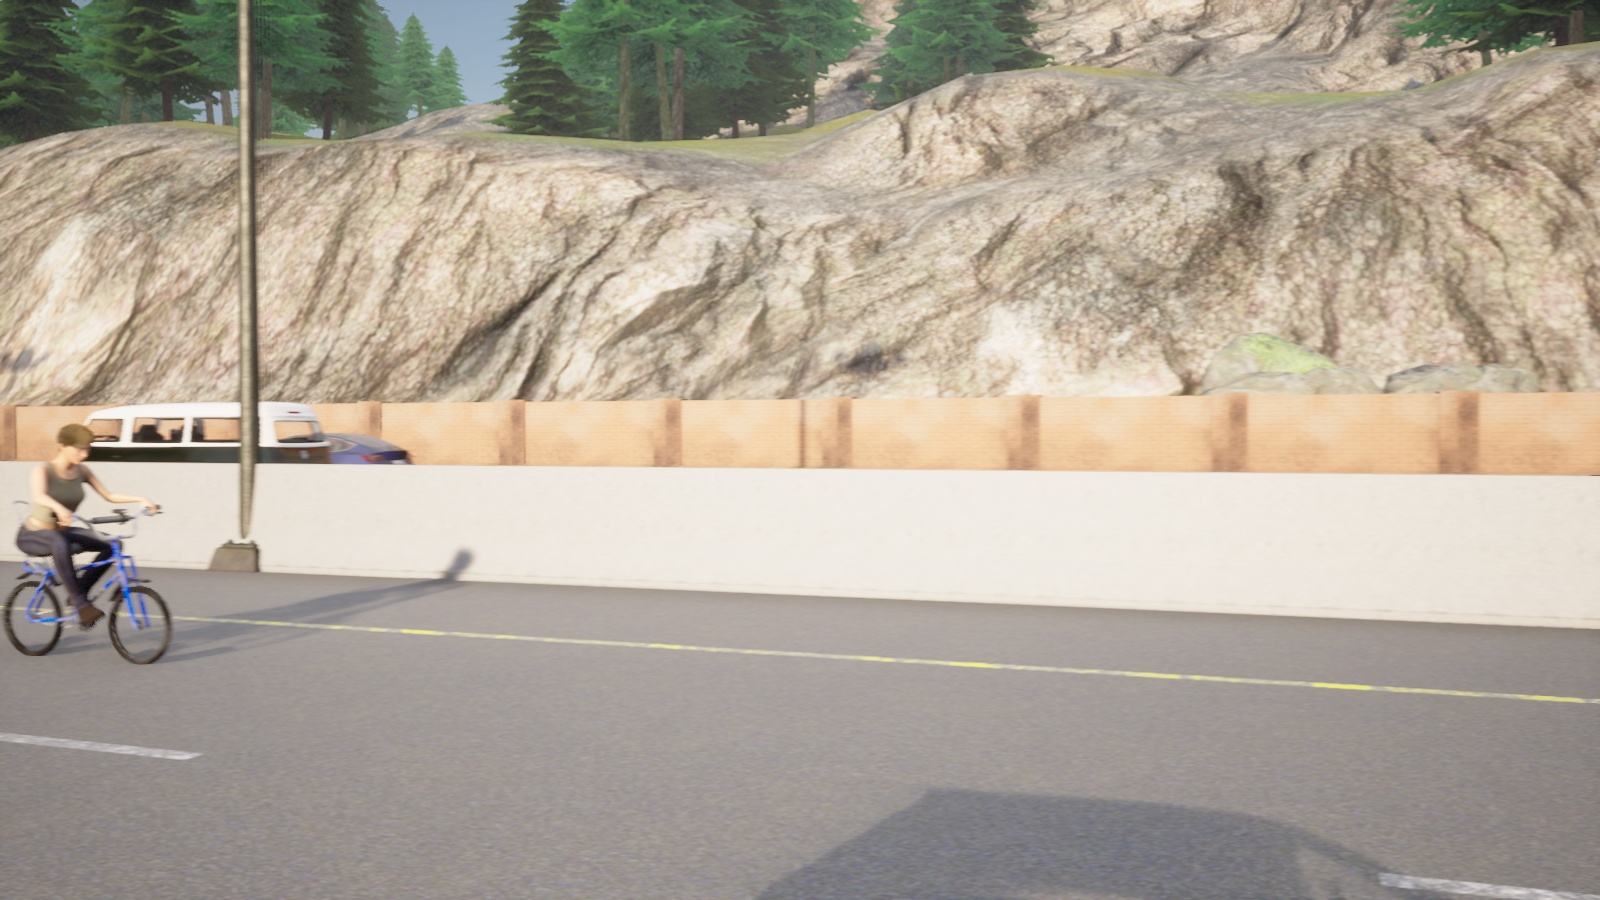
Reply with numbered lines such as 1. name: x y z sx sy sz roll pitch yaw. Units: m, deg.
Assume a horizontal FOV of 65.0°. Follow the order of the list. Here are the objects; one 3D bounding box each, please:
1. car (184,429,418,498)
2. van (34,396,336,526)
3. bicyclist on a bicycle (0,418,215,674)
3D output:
1. car: -11.596 0.271 29.250 4.792 1.488 2.163 1 1 19
2. van: -10.496 0.133 21.491 4.480 2.038 2.069 1 1 19
3. bicyclist on a bicycle: -4.914 0.591 8.542 1.509 1.612 0.866 1 1 19
